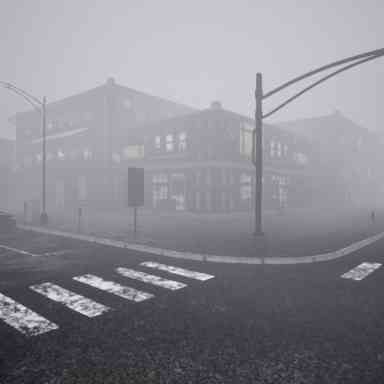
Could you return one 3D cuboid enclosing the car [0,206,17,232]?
[{"bbox_3d":[-10.441,1.338,16.990,4.206,1.307,1.802,1,0,40],"label":"car"}]
